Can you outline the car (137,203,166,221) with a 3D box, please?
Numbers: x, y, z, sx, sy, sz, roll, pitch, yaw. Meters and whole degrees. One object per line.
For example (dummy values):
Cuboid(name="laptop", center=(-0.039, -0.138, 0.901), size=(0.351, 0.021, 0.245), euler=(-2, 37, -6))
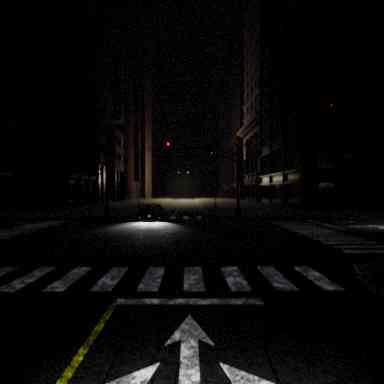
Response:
Cuboid(name="car", center=(-3.125, 1.558, 26.280), size=(1.994, 1.385, 4.181), euler=(0, 0, 0))
